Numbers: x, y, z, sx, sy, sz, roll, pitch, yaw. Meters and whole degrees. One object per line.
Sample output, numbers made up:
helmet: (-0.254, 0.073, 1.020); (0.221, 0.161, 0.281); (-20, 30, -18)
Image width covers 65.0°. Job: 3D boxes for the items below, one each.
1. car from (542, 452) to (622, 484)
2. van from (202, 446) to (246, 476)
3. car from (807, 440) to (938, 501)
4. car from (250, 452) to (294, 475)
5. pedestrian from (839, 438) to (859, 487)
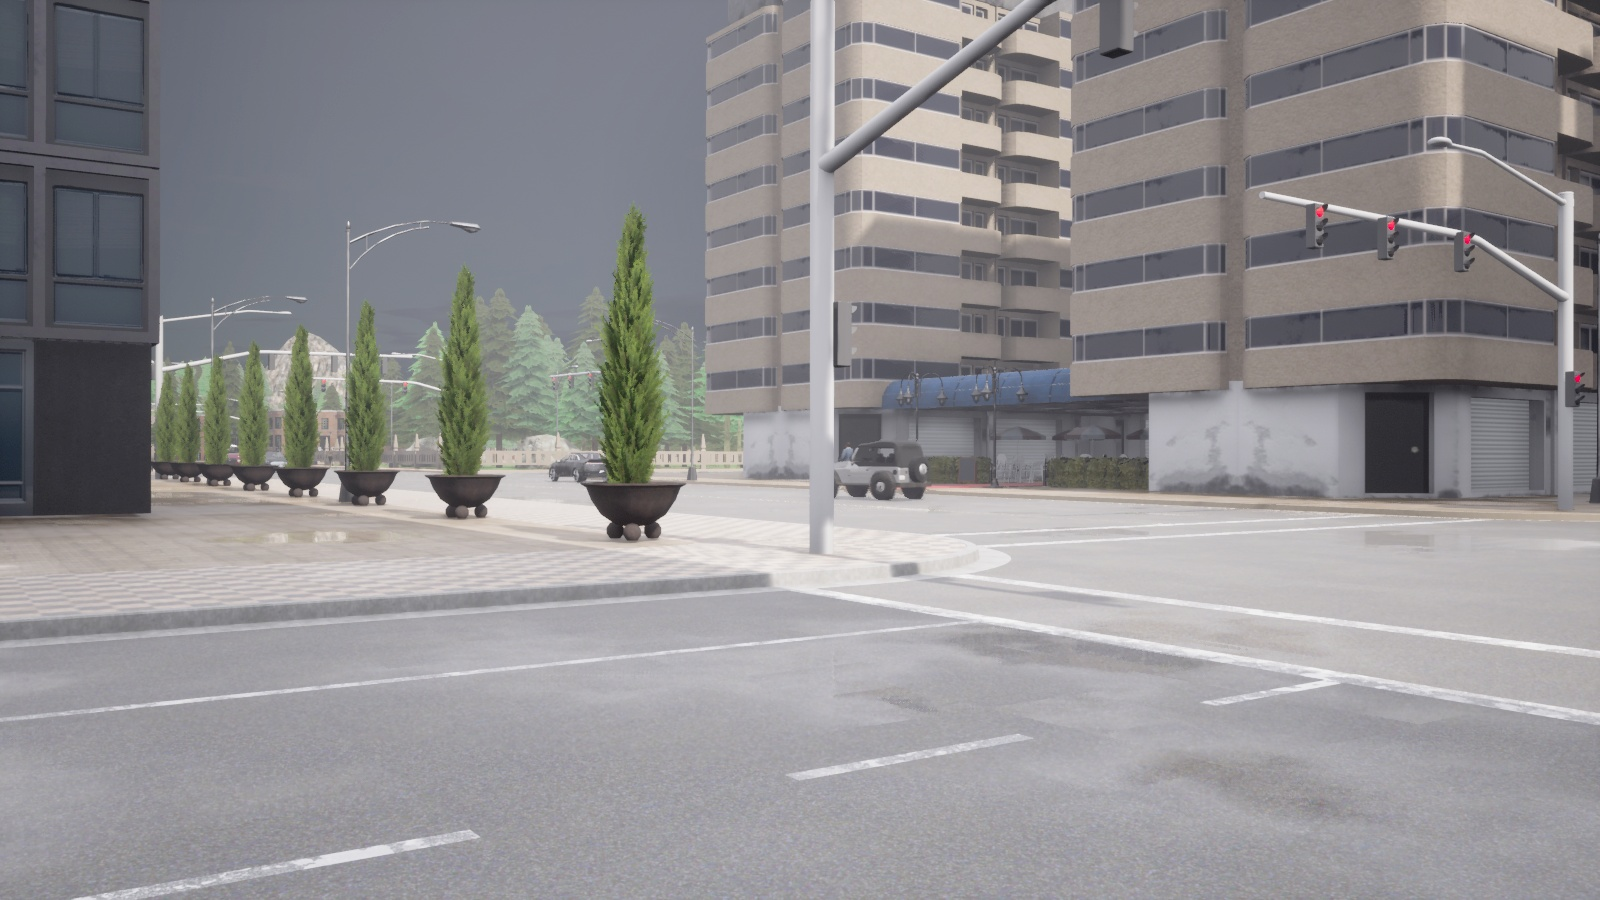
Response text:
car: (-11.100, 0.880, 63.618); (2.128, 1.511, 4.902); (0, 0, -34)
van: (-40.309, 0.769, 87.841); (2.069, 2.038, 4.480); (0, 0, -34)
car: (2.312, 0.635, 40.537); (3.866, 1.878, 1.905); (0, 0, 42)
car: (-38.355, 0.979, 91.189); (2.033, 1.649, 4.856); (0, 0, -34)
pedestrian: (1.963, 0.513, 50.360); (0.423, 1.949, 0.788); (0, 0, -33)
